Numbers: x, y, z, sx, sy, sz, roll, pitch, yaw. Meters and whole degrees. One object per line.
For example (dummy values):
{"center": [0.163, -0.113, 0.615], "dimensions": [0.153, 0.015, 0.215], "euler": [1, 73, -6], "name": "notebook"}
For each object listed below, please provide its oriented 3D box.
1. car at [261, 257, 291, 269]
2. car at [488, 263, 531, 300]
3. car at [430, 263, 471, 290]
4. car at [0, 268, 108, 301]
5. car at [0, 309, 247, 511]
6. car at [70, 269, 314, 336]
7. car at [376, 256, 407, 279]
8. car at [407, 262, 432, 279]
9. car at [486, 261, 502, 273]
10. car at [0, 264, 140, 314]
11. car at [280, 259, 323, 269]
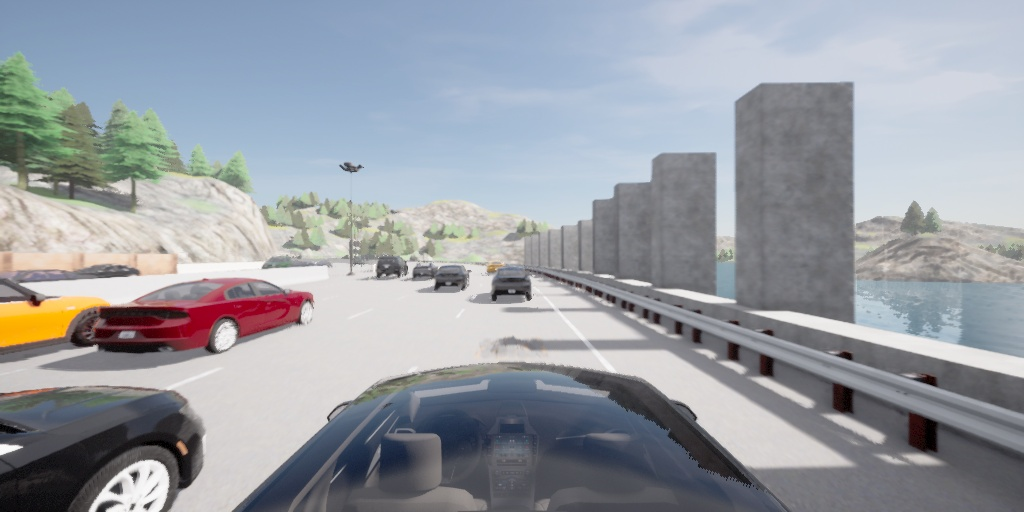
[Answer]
{"center": [-31.514, 1.137, 48.375], "dimensions": [2.150, 2.045, 5.566], "euler": [0, 2, -12], "name": "car"}
{"center": [-0.075, 1.284, 18.049], "dimensions": [1.837, 1.490, 4.892], "euler": [0, 0, -2], "name": "car"}
{"center": [-3.747, 1.303, 22.876], "dimensions": [1.837, 1.490, 4.892], "euler": [0, 0, -3], "name": "car"}
{"center": [-24.806, 1.403, 18.453], "dimensions": [2.033, 1.411, 5.357], "euler": [0, 0, -2], "name": "car"}
{"center": [-3.414, 1.265, 0.889], "dimensions": [1.837, 1.490, 4.892], "euler": [0, 0, 0], "name": "car"}
{"center": [-6.922, 1.261, 8.902], "dimensions": [1.882, 1.535, 5.008], "euler": [0, 0, -1], "name": "car"}
{"center": [-11.557, 1.064, 34.767], "dimensions": [2.150, 2.045, 5.566], "euler": [0, 0, -7], "name": "car"}
{"center": [-7.974, 1.320, 33.130], "dimensions": [2.128, 1.511, 4.902], "euler": [0, 0, -6], "name": "car"}
{"center": [-2.002, 1.301, 41.946], "dimensions": [1.882, 1.535, 5.008], "euler": [0, 0, -9], "name": "car"}
{"center": [-10.425, 1.143, 6.717], "dimensions": [2.097, 1.767, 4.553], "euler": [0, 0, 0], "name": "car"}
{"center": [-23.090, 1.390, 39.510], "dimensions": [1.837, 1.490, 4.892], "euler": [0, 0, -8], "name": "car"}
